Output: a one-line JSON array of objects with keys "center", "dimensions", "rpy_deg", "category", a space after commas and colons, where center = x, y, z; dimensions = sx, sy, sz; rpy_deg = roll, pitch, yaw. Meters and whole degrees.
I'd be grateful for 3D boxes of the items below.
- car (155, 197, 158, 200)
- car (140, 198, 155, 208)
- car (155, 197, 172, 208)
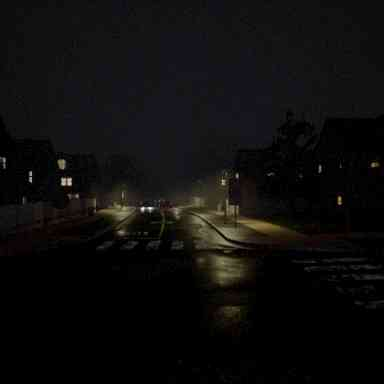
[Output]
[{"center": [-6.298, 1.748, 62.268], "dimensions": [2.097, 1.767, 4.553], "rpy_deg": [0, -1, -13], "category": "car"}, {"center": [-7.772, 1.884, 56.024], "dimensions": [1.994, 1.385, 4.181], "rpy_deg": [0, -1, -11], "category": "car"}, {"center": [-4.281, 1.880, 52.438], "dimensions": [1.895, 1.301, 4.718], "rpy_deg": [0, -1, -11], "category": "car"}]
